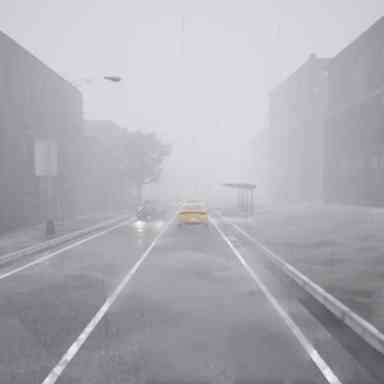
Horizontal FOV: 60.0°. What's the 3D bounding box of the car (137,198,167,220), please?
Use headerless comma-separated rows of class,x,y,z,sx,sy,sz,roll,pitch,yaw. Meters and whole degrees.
car,-3.345,1.372,28.214,2.097,1.767,4.553,0,0,0

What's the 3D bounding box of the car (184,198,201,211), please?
car,0.060,1.574,42.606,1.994,1.385,4.181,0,0,0

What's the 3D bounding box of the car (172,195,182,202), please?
car,-2.988,1.292,69.065,2.033,1.411,5.357,0,1,0

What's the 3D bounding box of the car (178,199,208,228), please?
car,0.075,1.486,22.418,1.882,1.535,5.008,0,0,0
